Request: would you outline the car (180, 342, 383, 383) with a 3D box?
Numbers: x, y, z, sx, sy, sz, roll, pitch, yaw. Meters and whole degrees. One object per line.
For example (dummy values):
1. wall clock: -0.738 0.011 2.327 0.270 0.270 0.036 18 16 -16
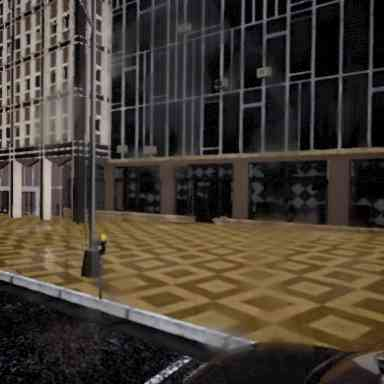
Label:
1. car: 1.758 1.547 1.625 4.403 1.369 2.008 0 1 35
